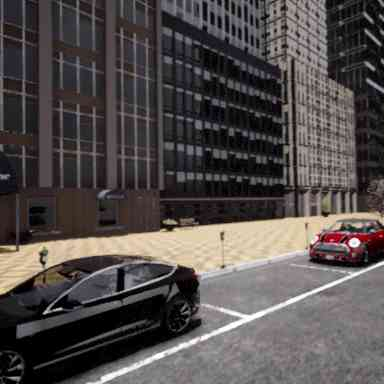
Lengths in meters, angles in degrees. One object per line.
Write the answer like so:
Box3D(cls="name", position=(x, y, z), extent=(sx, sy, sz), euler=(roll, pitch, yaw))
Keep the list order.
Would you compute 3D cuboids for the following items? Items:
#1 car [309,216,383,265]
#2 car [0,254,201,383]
Box3D(cls="car", position=(6.269, 1.789, 13.048), extent=(4.097, 1.590, 1.967), euler=(1, -3, -44))
Box3D(cls="car", position=(-1.715, 1.779, 5.412), extent=(4.313, 1.339, 1.947), euler=(1, -3, -44))
